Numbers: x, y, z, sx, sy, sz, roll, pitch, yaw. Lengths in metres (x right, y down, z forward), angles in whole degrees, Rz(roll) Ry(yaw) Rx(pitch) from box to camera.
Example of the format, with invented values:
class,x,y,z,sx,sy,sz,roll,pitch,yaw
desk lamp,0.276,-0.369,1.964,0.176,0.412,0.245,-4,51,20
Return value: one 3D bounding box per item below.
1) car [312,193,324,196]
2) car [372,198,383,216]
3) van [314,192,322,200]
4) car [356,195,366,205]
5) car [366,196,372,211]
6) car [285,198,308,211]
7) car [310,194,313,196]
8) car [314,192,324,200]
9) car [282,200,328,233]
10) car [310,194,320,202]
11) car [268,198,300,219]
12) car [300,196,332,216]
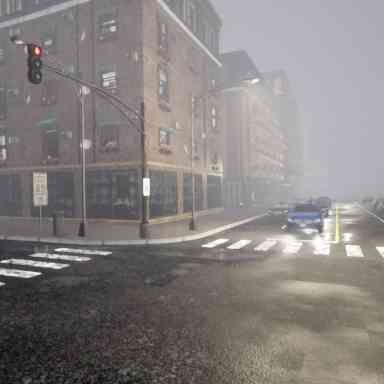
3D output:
class,x,y,z,sx,sy,sz,roll,pitch,yaw
car,16.379,1.285,41.515,1.882,1.535,5.008,0,1,24
car,17.415,1.385,29.469,1.802,1.307,4.206,-1,0,24
van,30.229,1.036,79.802,1.690,1.788,3.998,-1,0,24
car,26.528,1.269,50.355,2.008,1.369,4.403,-1,0,24
car,19.693,1.331,34.691,2.008,1.369,4.403,-1,0,24
car,12.008,1.397,38.031,2.008,1.369,4.403,-1,0,24
car,18.774,1.310,53.539,1.752,1.417,4.829,-1,0,24
car,32.506,0.994,85.021,2.192,1.841,5.009,-1,0,24
car,6.592,1.430,19.118,1.812,1.442,4.674,0,0,24
car,25.607,1.254,69.202,1.752,1.417,4.829,-1,0,24
car,7.451,1.442,27.588,2.008,1.369,4.403,-1,0,24
car,10.758,1.353,28.598,2.128,1.511,4.902,0,0,24
